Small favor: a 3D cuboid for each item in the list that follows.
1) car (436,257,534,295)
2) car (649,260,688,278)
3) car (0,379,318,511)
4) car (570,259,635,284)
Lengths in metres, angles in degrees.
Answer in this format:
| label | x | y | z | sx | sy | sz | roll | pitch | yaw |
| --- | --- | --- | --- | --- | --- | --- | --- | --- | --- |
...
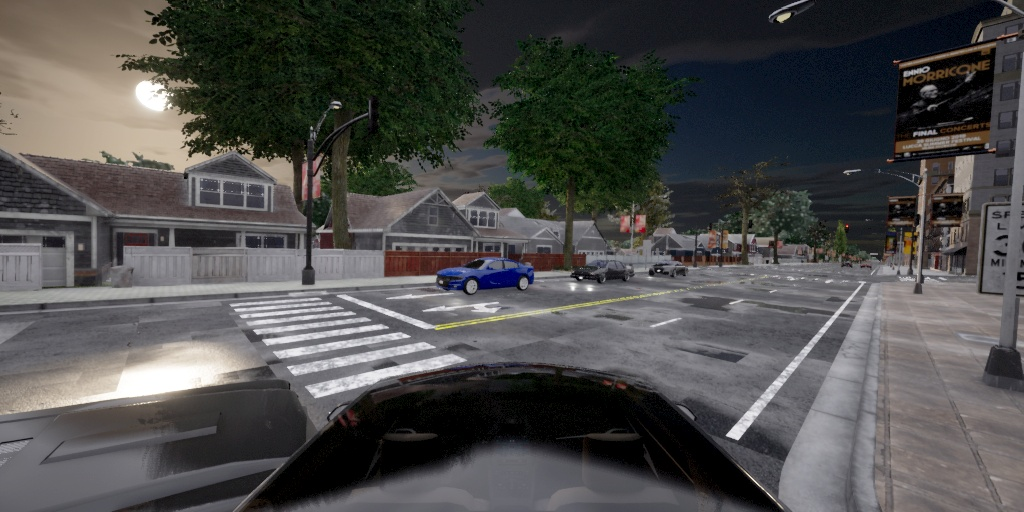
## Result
| label | x | y | z | sx | sy | sz | roll | pitch | yaw |
| --- | --- | --- | --- | --- | --- | --- | --- | --- | --- |
| car | -1.107 | 0.812 | 16.473 | 5.008 | 1.535 | 1.882 | 0 | 2 | -44 |
| car | 13.264 | 1.018 | 30.307 | 4.181 | 1.385 | 1.994 | 0 | 2 | -44 |
| car | -3.311 | 1.288 | 1.289 | 4.718 | 1.301 | 1.895 | 1 | 2 | -34 |
| car | 6.063 | 0.940 | 23.389 | 5.357 | 1.411 | 2.033 | 0 | 2 | -44 |
